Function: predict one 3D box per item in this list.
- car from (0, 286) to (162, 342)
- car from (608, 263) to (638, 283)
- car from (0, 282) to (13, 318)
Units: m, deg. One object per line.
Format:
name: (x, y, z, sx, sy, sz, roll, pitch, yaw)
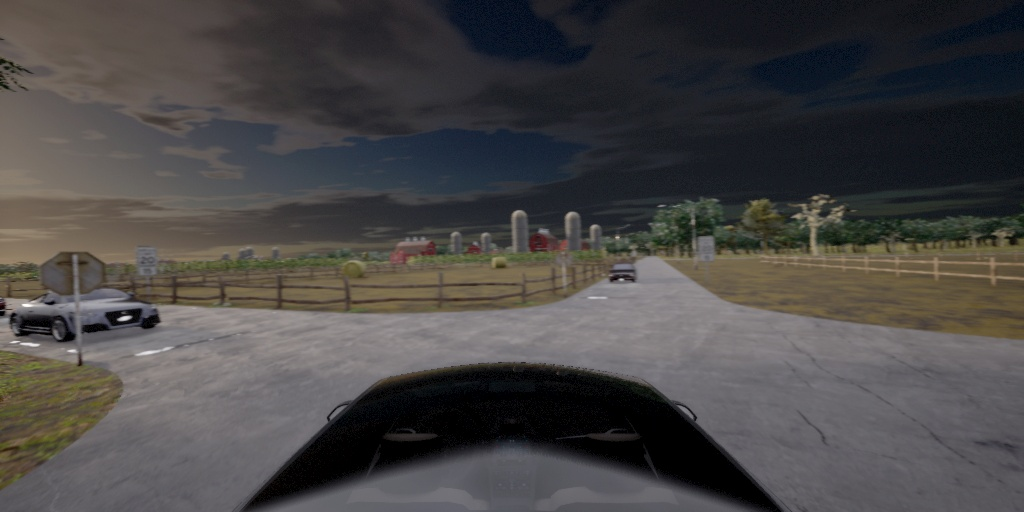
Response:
car: (-12.993, 1.657, 10.966, 4.181, 1.385, 1.994, -1, 1, 20)
car: (8.465, 1.232, 27.096, 2.033, 1.411, 5.357, -2, -1, 21)
car: (-23.362, 1.877, 14.961, 4.674, 1.442, 1.812, -1, 1, 21)
